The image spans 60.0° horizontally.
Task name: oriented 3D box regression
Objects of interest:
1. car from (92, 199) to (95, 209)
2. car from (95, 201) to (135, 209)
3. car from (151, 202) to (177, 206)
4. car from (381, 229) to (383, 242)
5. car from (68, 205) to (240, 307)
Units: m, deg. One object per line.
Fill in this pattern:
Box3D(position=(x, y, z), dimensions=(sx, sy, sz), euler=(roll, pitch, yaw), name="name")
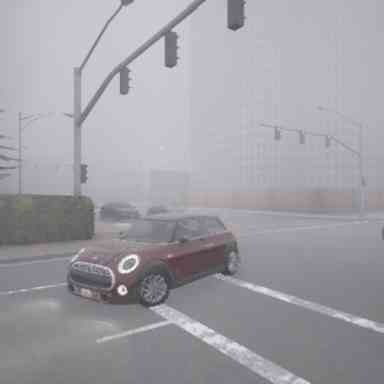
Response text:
Box3D(position=(-14.224, 1.474, 44.511), dimensions=(1.882, 1.535, 5.008), euler=(0, 0, -35), name="car")
Box3D(position=(-5.736, 1.502, 26.275), dimensions=(1.837, 1.490, 4.892), euler=(0, 0, -35), name="car")
Box3D(position=(-2.059, 1.522, 27.167), dimensions=(1.812, 1.442, 4.674), euler=(0, 0, -35), name="car")
Box3D(position=(9.139, 1.500, 11.236), dimensions=(1.837, 1.490, 4.892), euler=(0, 0, -35), name="car")
Box3D(position=(-0.684, 1.351, 8.199), dimensions=(2.097, 1.767, 4.553), euler=(-1, 0, 37), name="car")
